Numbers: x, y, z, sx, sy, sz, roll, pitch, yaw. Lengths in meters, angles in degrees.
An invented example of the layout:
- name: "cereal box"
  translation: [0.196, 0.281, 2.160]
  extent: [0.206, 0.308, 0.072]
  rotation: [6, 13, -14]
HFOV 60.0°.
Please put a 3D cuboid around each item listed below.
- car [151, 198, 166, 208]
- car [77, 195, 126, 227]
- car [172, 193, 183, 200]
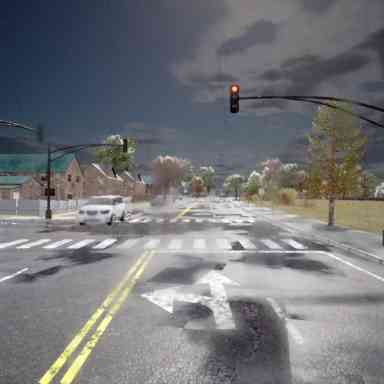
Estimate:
- name: "car"
  translation: [-5.110, 1.630, 51.546]
  extent: [2.033, 1.411, 5.357]
  rotation: [0, 0, 3]
- name: "car"
  translation: [-6.221, 1.272, 23.588]
  extent: [2.150, 2.045, 5.566]
  rotation: [0, 0, 1]
- name: "car"
  translation: [-3.310, 1.212, 77.649]
  extent: [2.150, 2.045, 5.566]
  rotation: [0, 0, 5]
